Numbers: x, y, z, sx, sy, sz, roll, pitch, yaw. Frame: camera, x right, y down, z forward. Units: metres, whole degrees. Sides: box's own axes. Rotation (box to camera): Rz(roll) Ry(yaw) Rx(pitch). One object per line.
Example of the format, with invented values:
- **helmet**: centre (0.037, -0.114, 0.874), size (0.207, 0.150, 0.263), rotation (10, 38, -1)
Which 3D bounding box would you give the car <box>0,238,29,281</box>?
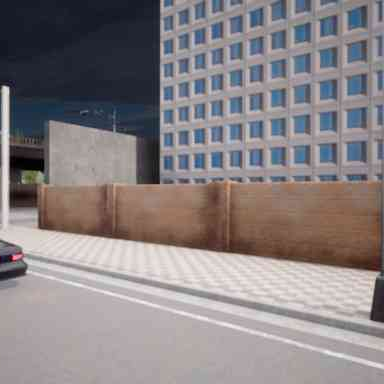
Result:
- **car**: centre (-6.337, 1.521, 8.519), size (5.357, 1.411, 2.033), rotation (0, 0, 36)
